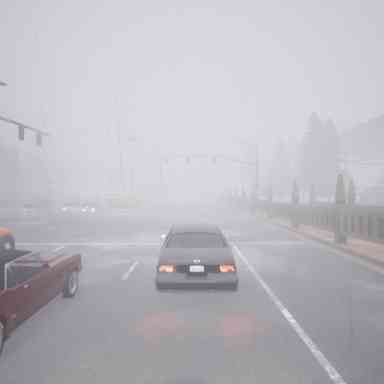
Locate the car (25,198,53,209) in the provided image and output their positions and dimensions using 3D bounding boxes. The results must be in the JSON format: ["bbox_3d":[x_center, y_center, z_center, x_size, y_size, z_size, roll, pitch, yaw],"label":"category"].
[{"bbox_3d":[-21.152,1.535,45.925,2.033,1.411,5.357,0,0,1],"label":"car"}]

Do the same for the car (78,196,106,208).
[{"bbox_3d":[-14.132,1.551,47.377,1.994,1.385,4.181,0,0,0],"label":"car"}]

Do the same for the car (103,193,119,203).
[{"bbox_3d":[-17.579,1.205,72.538,2.150,2.045,5.566,0,0,0],"label":"car"}]

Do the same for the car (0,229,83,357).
[{"bbox_3d":[-3.406,1.599,5.537,1.895,1.301,4.718,0,0,0],"label":"car"}]

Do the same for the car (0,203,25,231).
[{"bbox_3d":[-6.910,1.349,9.201,2.097,1.767,4.553,0,0,0],"label":"car"}]

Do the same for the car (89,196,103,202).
[{"bbox_3d":[-21.080,1.532,73.206,1.994,1.385,4.181,0,0,0],"label":"car"}]

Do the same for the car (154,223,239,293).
[{"bbox_3d":[0.090,1.545,8.993,2.033,1.411,5.357,0,0,0],"label":"car"}]

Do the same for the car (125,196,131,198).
[{"bbox_3d":[-14.078,1.505,71.518,1.812,1.442,4.674,0,0,0],"label":"car"}]

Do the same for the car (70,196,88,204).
[{"bbox_3d":[-21.100,1.508,62.155,1.812,1.442,4.674,0,0,1],"label":"car"}]

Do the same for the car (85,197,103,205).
[{"bbox_3d":[-17.616,1.584,60.013,1.895,1.301,4.718,0,0,1],"label":"car"}]

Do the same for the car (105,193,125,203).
[{"bbox_3d":[-14.123,1.202,59.163,2.150,2.045,5.566,0,0,0],"label":"car"}]

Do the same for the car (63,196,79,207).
[{"bbox_3d":[-17.626,1.550,49.523,1.994,1.385,4.181,0,0,0],"label":"car"}]
